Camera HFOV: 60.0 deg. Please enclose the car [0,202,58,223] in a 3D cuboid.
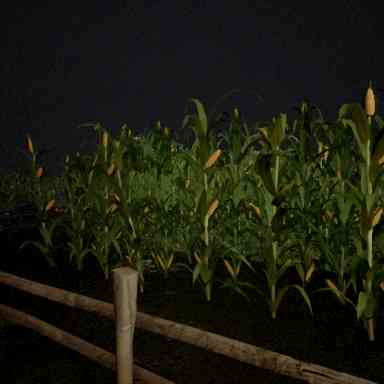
[{"bbox_3d":[-12.045,1.449,24.428,1.994,1.385,4.181,0,1,35],"label":"car"}]
